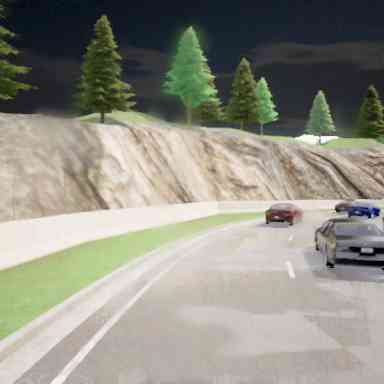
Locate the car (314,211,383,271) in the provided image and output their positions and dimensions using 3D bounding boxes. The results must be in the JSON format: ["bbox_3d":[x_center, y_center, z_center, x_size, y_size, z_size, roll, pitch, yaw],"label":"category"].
[{"bbox_3d":[5.293,1.597,11.234,2.033,1.411,5.357,0,0,15],"label":"car"}]

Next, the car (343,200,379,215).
[{"bbox_3d":[16.025,1.625,30.804,1.882,1.535,5.008,0,0,41],"label":"car"}]

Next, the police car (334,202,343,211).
[{"bbox_3d":[18.421,1.676,38.291,4.974,1.542,2.038,1,0,-41],"label":"police car"}]

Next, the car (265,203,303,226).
[{"bbox_3d":[6.839,1.546,24.381,1.882,1.535,5.008,0,0,29],"label":"car"}]

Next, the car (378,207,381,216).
[{"bbox_3d":[11.355,1.703,17.654,1.895,1.301,4.718,0,0,24],"label":"car"}]
